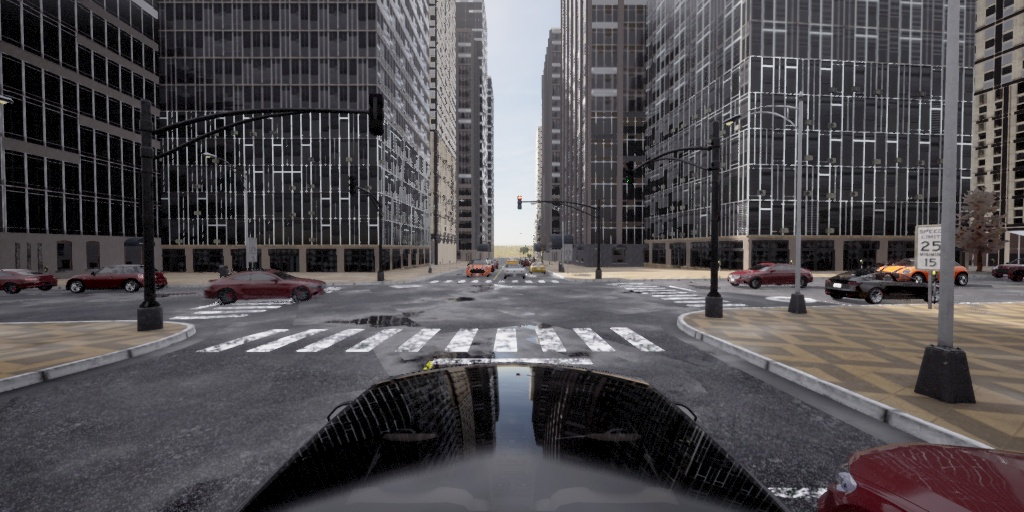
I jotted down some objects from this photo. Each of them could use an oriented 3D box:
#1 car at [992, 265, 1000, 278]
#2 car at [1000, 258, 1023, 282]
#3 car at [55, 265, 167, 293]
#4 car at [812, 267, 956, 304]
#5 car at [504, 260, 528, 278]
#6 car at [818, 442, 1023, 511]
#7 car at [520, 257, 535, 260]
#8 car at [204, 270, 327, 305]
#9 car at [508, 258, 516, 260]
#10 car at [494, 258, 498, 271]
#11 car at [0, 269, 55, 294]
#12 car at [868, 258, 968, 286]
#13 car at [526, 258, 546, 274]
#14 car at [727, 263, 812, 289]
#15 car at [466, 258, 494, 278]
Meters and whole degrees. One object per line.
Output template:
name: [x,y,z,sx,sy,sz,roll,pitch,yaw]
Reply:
car: [37.693,0.864,26.110,4.097,1.591,1.967,0,0,-5]
car: [35.348,0.845,23.267,4.553,1.767,2.097,0,1,-5]
car: [-22.579,1.216,20.528,4.097,1.591,1.967,0,0,-5]
car: [16.124,1.293,15.693,4.313,1.339,1.948,0,0,-5]
car: [0.191,1.335,32.862,1.895,1.301,4.718,0,0,-1]
car: [2.692,1.333,0.395,1.802,1.307,4.207,0,0,0]
car: [2.709,1.028,55.015,2.192,1.841,5.009,0,0,0]
car: [-11.060,1.346,16.314,4.674,1.442,1.812,0,1,-14]
car: [-0.026,1.178,64.993,1.882,1.535,5.008,0,0,0]
car: [-3.116,1.203,44.214,1.882,1.535,5.008,0,0,0]
car: [-28.204,1.391,20.004,4.207,1.307,1.802,0,0,-5]
car: [25.339,0.904,22.347,4.553,1.767,2.097,0,1,-5]
car: [2.805,1.254,39.933,1.751,1.417,4.829,0,0,0]
car: [15.392,1.135,21.437,4.674,1.442,1.812,0,1,-5]
car: [-3.112,1.085,34.279,2.097,1.767,4.553,0,0,0]
